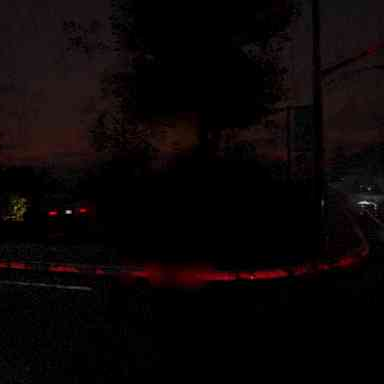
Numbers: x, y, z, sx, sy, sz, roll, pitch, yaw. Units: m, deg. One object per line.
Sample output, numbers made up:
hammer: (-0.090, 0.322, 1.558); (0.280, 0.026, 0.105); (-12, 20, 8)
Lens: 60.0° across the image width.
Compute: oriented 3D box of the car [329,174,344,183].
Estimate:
car: (24.257, -2.319, 55.911); (1.882, 1.535, 5.008); (-1, 3, 15)

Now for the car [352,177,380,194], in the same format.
car: (16.303, -0.664, 31.304); (2.128, 1.511, 4.902); (-1, 3, 20)

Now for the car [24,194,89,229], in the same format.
car: (-6.530, 0.832, 15.824); (2.033, 1.411, 5.357); (-4, 3, -34)
